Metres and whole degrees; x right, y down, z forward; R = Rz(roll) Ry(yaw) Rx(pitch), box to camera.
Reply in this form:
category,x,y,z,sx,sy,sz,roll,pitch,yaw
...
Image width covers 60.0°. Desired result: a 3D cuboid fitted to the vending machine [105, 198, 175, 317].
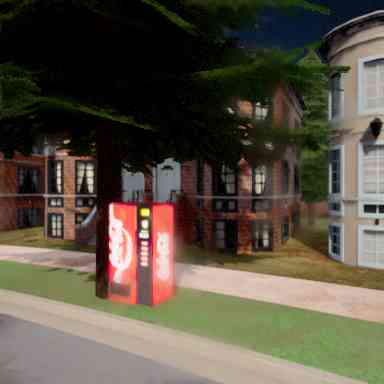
category,x,y,z,sx,sy,sz,roll,pitch,yaw
vending machine,-1.017,1.188,6.630,0.880,2.100,1.100,0,0,30
